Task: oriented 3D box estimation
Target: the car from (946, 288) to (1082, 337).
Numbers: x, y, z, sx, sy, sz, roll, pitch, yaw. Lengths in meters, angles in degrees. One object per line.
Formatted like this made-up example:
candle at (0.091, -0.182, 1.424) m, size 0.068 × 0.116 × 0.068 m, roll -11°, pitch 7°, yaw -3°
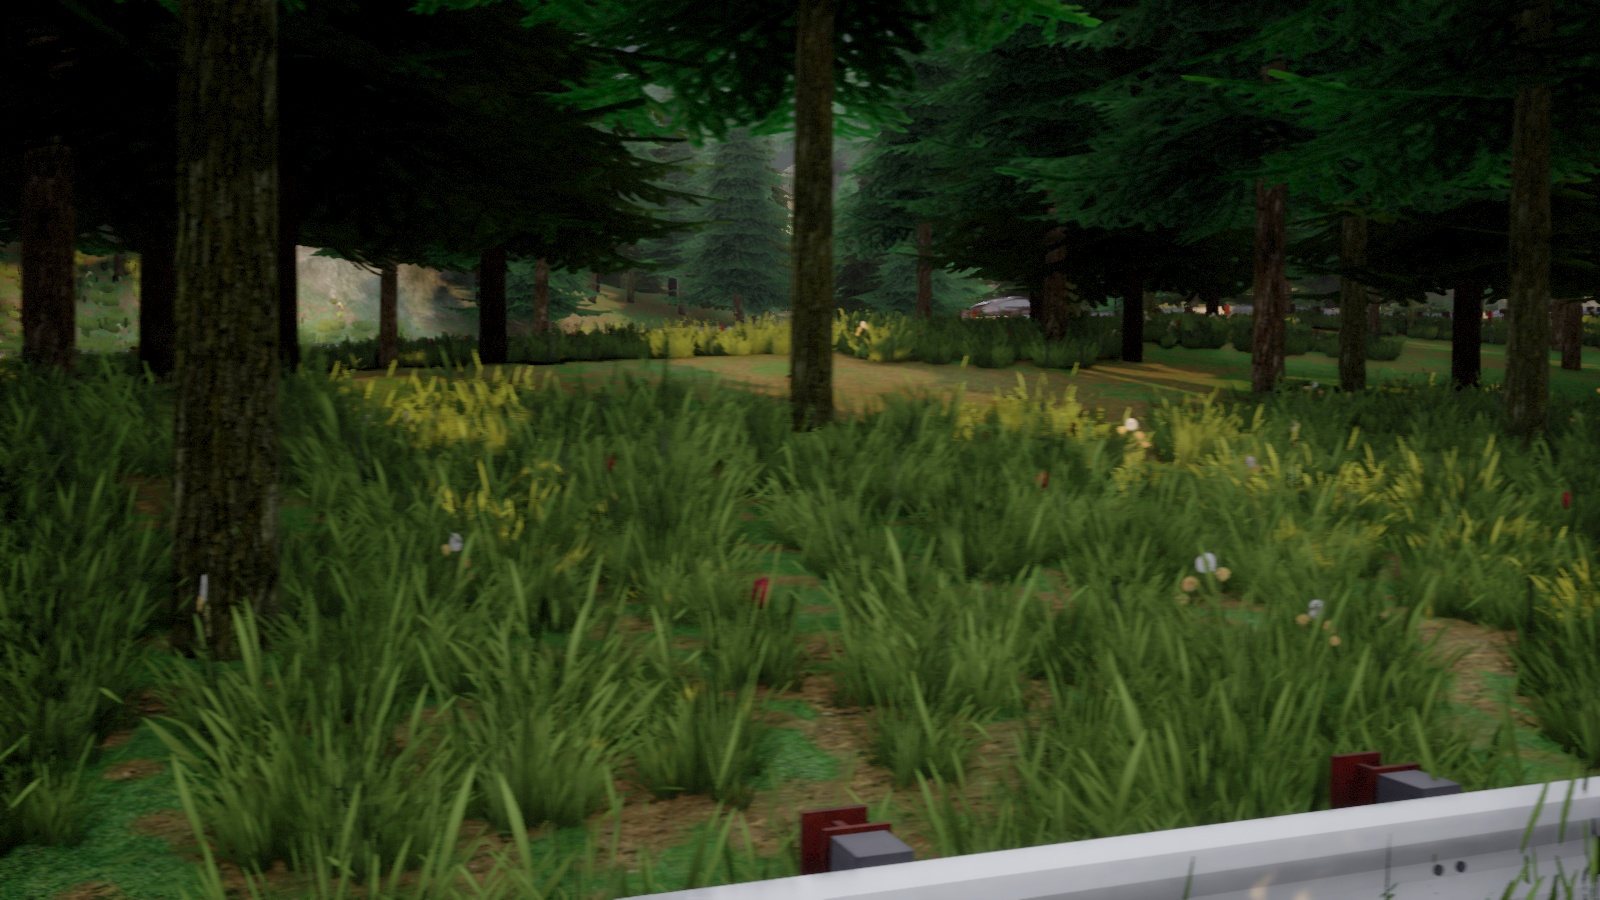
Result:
car at (7.937, -5.084, 46.417) m, size 4.674 × 1.442 × 1.812 m, roll -6°, pitch 3°, yaw -25°
